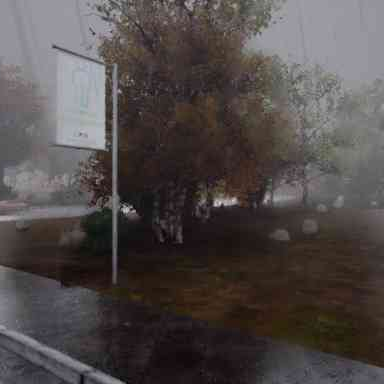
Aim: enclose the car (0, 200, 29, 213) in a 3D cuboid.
[{"bbox_3d":[-19.642,1.543,35.404,1.994,1.385,4.181,0,0,39],"label":"car"}]
